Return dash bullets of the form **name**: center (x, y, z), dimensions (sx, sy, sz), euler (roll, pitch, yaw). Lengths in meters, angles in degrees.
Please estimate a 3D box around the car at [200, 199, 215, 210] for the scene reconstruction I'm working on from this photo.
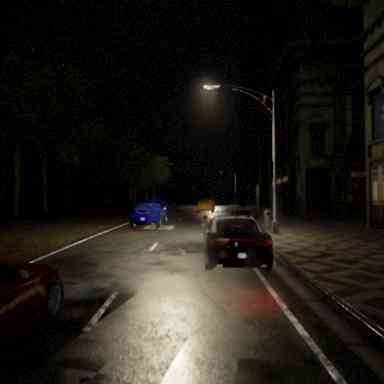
- **car**: center (2.364, 1.788, 49.085), dimensions (1.882, 1.535, 5.008), euler (0, -1, 6)

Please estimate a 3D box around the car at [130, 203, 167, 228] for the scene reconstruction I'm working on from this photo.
- **car**: center (-2.861, 1.489, 22.507), dimensions (1.882, 1.535, 5.008), euler (0, 0, 3)

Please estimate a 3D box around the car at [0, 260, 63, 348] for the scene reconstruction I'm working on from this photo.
- **car**: center (-3.351, 1.529, 4.365), dimensions (1.812, 1.442, 4.674), euler (0, 0, 0)

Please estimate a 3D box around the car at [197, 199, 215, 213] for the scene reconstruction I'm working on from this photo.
- **car**: center (1.622, 1.628, 38.944), dimensions (1.882, 1.535, 5.008), euler (0, -1, 5)

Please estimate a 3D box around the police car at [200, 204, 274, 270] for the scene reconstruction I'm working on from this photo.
- **police car**: center (1.347, 1.420, 11.116), dimensions (1.930, 1.638, 5.238), euler (0, 0, 1)
